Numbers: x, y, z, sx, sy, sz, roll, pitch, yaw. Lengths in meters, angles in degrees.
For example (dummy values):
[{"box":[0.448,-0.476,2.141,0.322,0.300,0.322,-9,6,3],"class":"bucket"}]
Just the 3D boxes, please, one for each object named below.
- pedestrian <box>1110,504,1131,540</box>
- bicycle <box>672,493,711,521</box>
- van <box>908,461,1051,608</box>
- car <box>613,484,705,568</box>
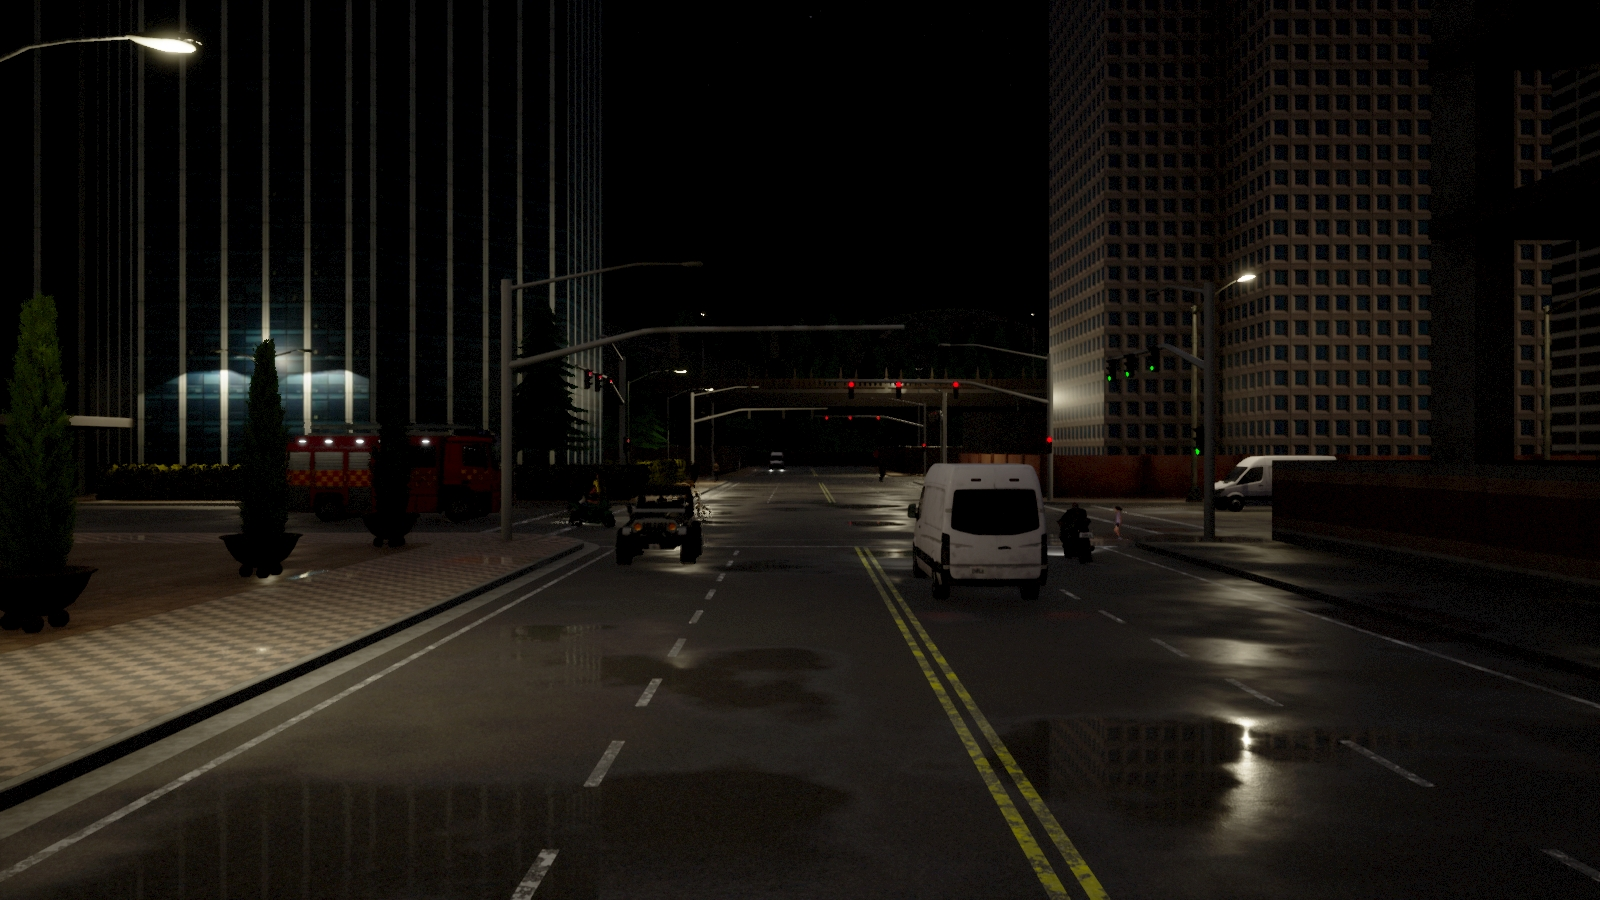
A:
[{"box":[10.005,2.242,35.675,0.500,1.100,0.500,0,0,0],"class":"pedestrian"},{"box":[-4.319,2.273,45.740,1.487,1.080,0.859,0,0,-1],"class":"bicycle"},{"box":[3.501,1.543,23.400,1.988,2.561,5.915,0,0,0],"class":"van"},{"box":[-3.516,1.868,29.097,1.905,1.878,3.866,0,0,-1],"class":"car"}]
